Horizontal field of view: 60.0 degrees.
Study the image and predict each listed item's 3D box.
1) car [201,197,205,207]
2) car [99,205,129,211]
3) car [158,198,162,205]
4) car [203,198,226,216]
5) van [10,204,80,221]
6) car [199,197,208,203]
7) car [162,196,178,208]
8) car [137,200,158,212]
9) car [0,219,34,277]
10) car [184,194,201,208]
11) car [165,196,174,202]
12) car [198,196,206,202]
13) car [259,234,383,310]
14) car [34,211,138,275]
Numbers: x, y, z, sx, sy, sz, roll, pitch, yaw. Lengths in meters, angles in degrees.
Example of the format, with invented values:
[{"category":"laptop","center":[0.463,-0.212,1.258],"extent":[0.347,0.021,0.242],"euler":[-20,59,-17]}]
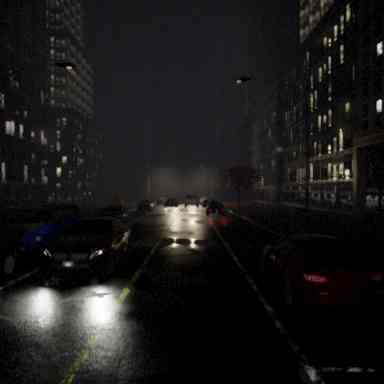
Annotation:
[{"category":"car","center":[2.613,1.606,52.588],"extent":[1.967,1.590,4.097],"euler":[-1,0,0]},{"category":"car","center":[-5.731,1.616,24.452],"extent":[1.887,1.381,4.507],"euler":[-1,0,0]},{"category":"car","center":[-5.778,1.759,63.827],"extent":[2.008,1.369,4.403],"euler":[-1,0,0]},{"category":"car","center":[2.312,1.625,33.463],"extent":[1.812,1.442,4.674],"euler":[0,0,0]},{"category":"van","center":[-5.721,1.379,13.202],"extent":[1.690,1.788,3.998],"euler":[-1,0,0]},{"category":"car","center":[2.588,1.778,75.258],"extent":[1.752,1.417,4.829],"euler":[-1,0,0]},{"category":"car","center":[-3.136,1.639,51.245],"extent":[1.882,1.535,5.008],"euler":[0,0,0]},{"category":"car","center":[-5.751,1.677,41.327],"extent":[2.008,1.369,4.403],"euler":[-1,0,0]},{"category":"car","center":[-5.711,1.566,7.577],"extent":[1.887,1.381,4.507],"euler":[-1,0,0]},{"category":"car","center":[-0.064,1.383,51.465],"extent":[2.150,2.045,5.566],"euler":[0,0,0]},{"category":"car","center":[-5.807,1.739,86.327],"extent":[1.967,1.590,4.097],"euler":[-1,0,0]},{"category":"car","center":[2.576,1.864,86.336],"extent":[1.947,1.339,4.313],"euler":[-1,0,0]},{"category":"car","center":[2.670,1.603,7.588],"extent":[1.802,1.307,4.206],"euler":[-1,0,0]},{"category":"car","center":[-3.112,1.556,10.684],"extent":[1.812,1.442,4.674],"euler":[0,0,0]}]
